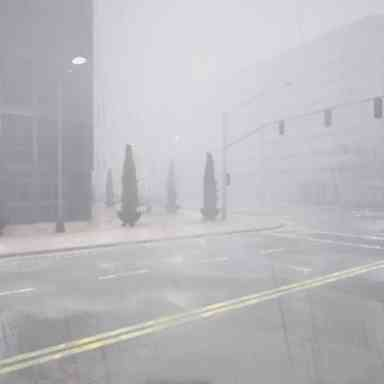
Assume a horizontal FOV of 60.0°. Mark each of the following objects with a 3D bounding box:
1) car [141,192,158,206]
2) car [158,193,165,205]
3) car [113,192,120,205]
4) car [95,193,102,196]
[{"bbox_3d":[-7.469,1.192,49.415,2.097,1.767,4.553,0,0,-35],"label":"car"},{"bbox_3d":[-6.105,1.314,53.592,2.128,1.511,4.902,0,0,-35],"label":"car"},{"bbox_3d":[-12.293,1.192,56.484,2.097,1.767,4.553,0,0,-33],"label":"car"},{"bbox_3d":[-16.536,1.017,62.436,2.128,1.511,4.902,0,0,-35],"label":"car"}]
